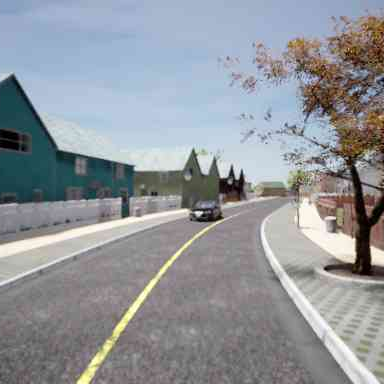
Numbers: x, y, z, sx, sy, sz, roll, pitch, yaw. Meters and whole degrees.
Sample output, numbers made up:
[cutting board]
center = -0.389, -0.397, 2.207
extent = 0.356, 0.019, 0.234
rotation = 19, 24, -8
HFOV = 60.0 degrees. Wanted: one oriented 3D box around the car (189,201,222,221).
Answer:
[car]
center = 1.143, 1.461, 26.726
extent = 2.128, 1.511, 4.902
rotation = 0, 0, 16
